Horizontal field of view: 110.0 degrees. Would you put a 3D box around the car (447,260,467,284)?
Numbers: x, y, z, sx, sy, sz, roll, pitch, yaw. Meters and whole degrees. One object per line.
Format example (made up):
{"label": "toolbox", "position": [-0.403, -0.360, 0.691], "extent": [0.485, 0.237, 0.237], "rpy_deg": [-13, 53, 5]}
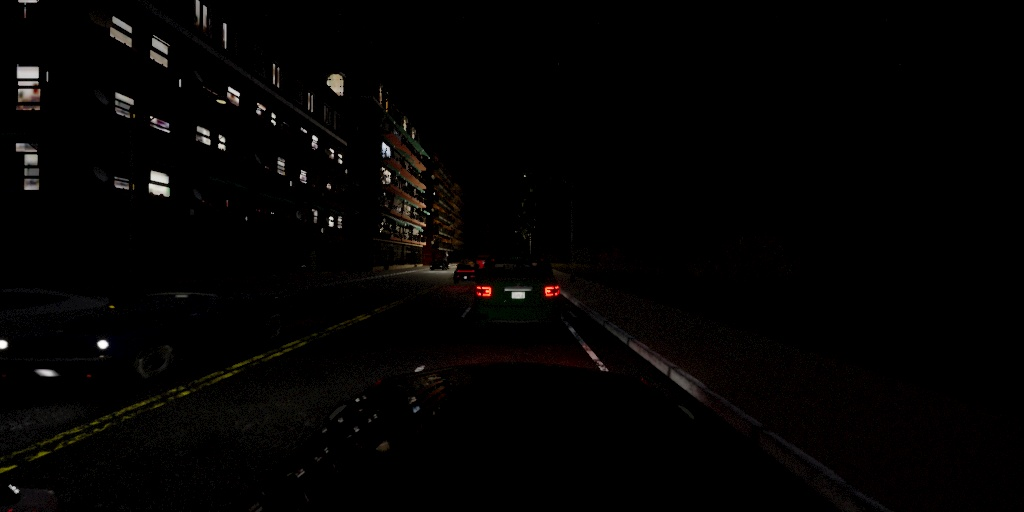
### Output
{"label": "car", "position": [-3.151, 1.245, 26.785], "extent": [2.128, 1.511, 4.902], "rpy_deg": [0, 0, 0]}

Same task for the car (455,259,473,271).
{"label": "car", "position": [-6.595, 1.231, 49.759], "extent": [1.882, 1.535, 5.008], "rpy_deg": [0, 0, 0]}

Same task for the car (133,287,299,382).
{"label": "car", "position": [-6.602, 1.352, 7.293], "extent": [1.895, 1.301, 4.718], "rpy_deg": [0, 0, 0]}

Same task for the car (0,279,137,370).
{"label": "car", "position": [-9.854, 1.276, 6.222], "extent": [1.812, 1.442, 4.674], "rpy_deg": [0, 0, 0]}

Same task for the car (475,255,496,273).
{"label": "car", "position": [-3.148, 0.971, 43.367], "extent": [2.150, 2.045, 5.566], "rpy_deg": [0, -1, 0]}

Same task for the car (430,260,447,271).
{"label": "car", "position": [-9.846, 1.258, 48.809], "extent": [1.837, 1.490, 4.892], "rpy_deg": [0, 0, 0]}

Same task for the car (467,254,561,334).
{"label": "car", "position": [0.102, 0.973, 10.721], "extent": [2.150, 2.045, 5.566], "rpy_deg": [0, 0, -1]}
